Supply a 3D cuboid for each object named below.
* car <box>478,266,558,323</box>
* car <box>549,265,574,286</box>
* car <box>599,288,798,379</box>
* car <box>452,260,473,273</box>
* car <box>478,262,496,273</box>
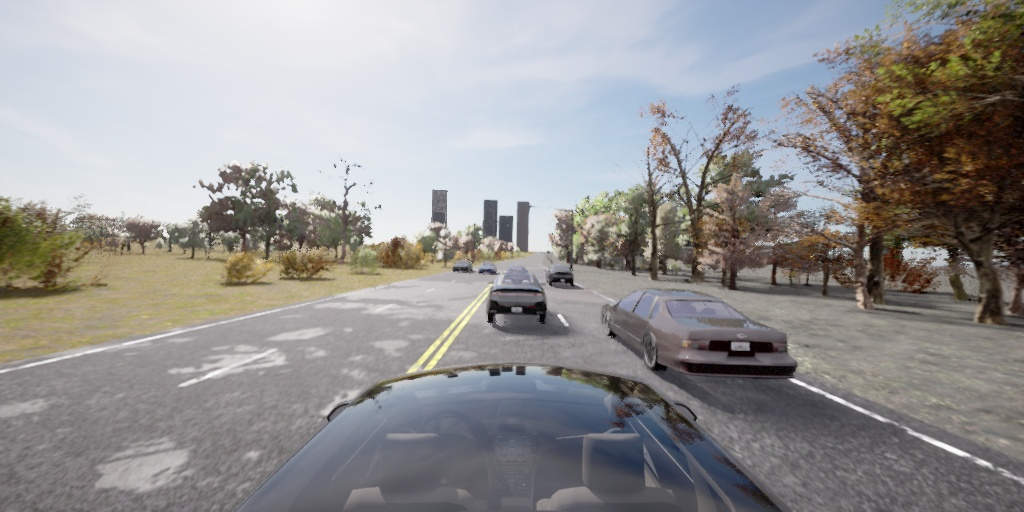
[{"bbox_3d":[0.170,1.314,12.540,2.128,1.511,4.902,1,0,1],"label":"car"},{"bbox_3d":[3.628,1.454,27.700,1.837,1.490,4.892,2,0,1],"label":"car"},{"bbox_3d":[3.380,1.414,7.801,2.033,1.411,5.357,2,-1,0],"label":"car"},{"bbox_3d":[-5.945,1.251,43.610,1.882,1.535,5.008,1,0,2],"label":"car"},{"bbox_3d":[-2.769,1.392,41.345,2.033,1.411,5.357,1,0,2],"label":"car"}]
